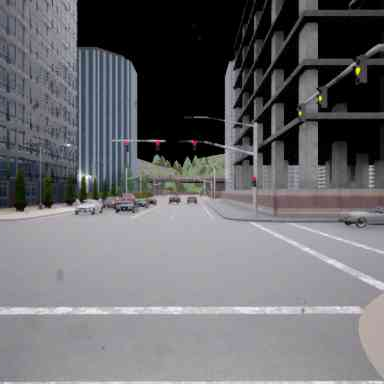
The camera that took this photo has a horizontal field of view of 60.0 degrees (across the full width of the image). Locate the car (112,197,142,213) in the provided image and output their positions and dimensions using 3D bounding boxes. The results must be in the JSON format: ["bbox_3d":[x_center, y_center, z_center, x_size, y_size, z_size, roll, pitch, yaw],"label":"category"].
[{"bbox_3d":[-7.086,1.564,36.760,1.994,1.385,4.181,0,0,0],"label":"car"}]

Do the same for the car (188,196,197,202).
[{"bbox_3d":[0.027,1.579,73.673,1.895,1.301,4.718,0,0,0],"label":"car"}]

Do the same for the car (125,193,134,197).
[{"bbox_3d":[-10.576,1.221,53.792,2.150,2.045,5.566,0,0,0],"label":"car"}]

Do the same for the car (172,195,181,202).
[{"bbox_3d":[-3.473,1.508,73.644,1.812,1.442,4.674,0,0,0],"label":"car"}]

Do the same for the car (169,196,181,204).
[{"bbox_3d":[-3.476,1.505,64.570,1.837,1.490,4.892,0,0,0],"label":"car"}]

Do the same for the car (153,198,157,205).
[{"bbox_3d":[-7.062,1.601,56.709,1.895,1.301,4.718,0,0,0],"label":"car"}]

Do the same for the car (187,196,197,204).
[{"bbox_3d":[0.024,1.492,64.567,2.128,1.511,4.902,0,0,0],"label":"car"}]

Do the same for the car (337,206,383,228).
[{"bbox_3d":[11.888,1.545,21.239,4.718,1.301,1.895,0,0,0],"label":"car"}]

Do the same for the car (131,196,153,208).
[{"bbox_3d":[-7.082,1.564,46.669,1.994,1.385,4.181,0,0,0],"label":"car"}]

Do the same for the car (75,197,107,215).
[{"bbox_3d":[-10.586,1.526,34.443,1.812,1.442,4.674,0,0,0],"label":"car"}]

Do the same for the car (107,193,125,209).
[{"bbox_3d":[-10.583,1.352,43.376,2.097,1.767,4.553,0,0,0],"label":"car"}]
